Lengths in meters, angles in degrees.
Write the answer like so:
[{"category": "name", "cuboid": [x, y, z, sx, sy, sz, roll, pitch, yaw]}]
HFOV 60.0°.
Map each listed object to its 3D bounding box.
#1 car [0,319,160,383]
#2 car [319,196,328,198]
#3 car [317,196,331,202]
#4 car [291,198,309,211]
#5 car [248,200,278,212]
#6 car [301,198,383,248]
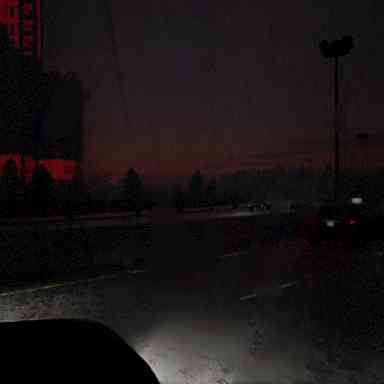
[{"category": "car", "cuboid": [-2.782, 1.561, 1.877, 5.357, 1.411, 2.033, 0, 0, -35]}, {"category": "car", "cuboid": [14.696, 1.445, 35.292, 1.837, 1.490, 4.892, 0, 0, 33]}, {"category": "car", "cuboid": [29.030, 1.549, 73.319, 1.895, 1.301, 4.718, -1, 0, 8]}, {"category": "car", "cuboid": [13.034, 1.439, 39.178, 1.882, 1.535, 5.008, 0, 0, 31]}, {"category": "car", "cuboid": [8.081, 1.582, 37.878, 1.895, 1.301, 4.718, 0, 0, 34]}, {"category": "car", "cuboid": [7.065, 1.302, 14.741, 4.553, 1.767, 2.097, 0, 0, -44]}]
